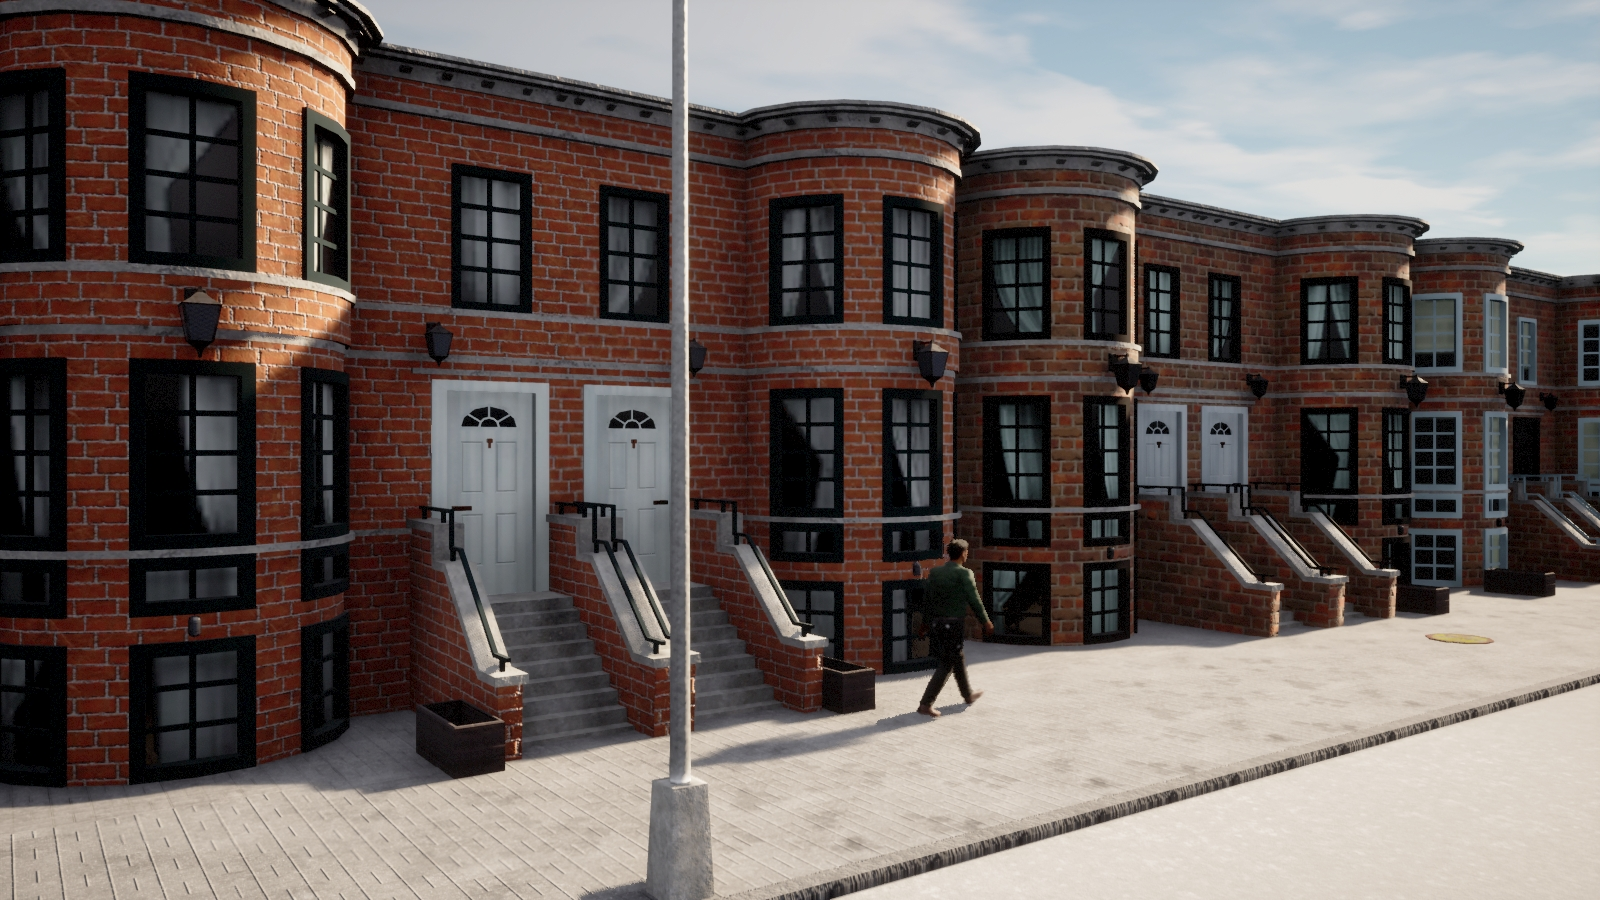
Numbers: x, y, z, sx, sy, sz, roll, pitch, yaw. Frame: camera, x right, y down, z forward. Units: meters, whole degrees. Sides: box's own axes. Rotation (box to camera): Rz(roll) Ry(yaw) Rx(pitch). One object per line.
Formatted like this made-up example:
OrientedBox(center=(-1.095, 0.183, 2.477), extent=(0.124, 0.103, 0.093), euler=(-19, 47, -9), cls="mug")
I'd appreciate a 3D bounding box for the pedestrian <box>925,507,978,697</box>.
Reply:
OrientedBox(center=(1.538, 1.521, 11.597), extent=(0.375, 1.860, 0.375), euler=(0, 0, -37), cls="pedestrian")
